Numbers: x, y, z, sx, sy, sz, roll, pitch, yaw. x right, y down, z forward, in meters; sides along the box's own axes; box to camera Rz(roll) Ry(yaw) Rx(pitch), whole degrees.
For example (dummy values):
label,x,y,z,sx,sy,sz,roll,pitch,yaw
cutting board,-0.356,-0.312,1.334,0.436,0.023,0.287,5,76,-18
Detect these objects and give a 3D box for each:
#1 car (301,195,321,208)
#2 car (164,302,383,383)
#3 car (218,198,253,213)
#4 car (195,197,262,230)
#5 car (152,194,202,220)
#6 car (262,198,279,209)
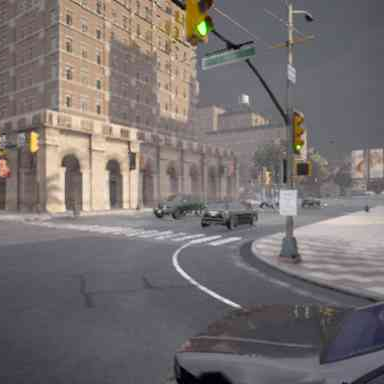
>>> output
label,x,y,z,sx,sy,sz,roll,pitch,yaw
car,17.449,1.507,48.660,1.837,1.490,4.892,0,-1,35
car,2.359,1.549,2.375,5.357,1.411,2.033,0,0,35
car,5.024,1.503,37.505,1.837,1.490,4.892,0,0,36
car,2.492,1.351,21.551,2.097,1.767,4.553,0,0,35
car,-1.008,1.216,29.032,2.150,2.045,5.566,0,0,35
car,11.098,1.549,46.031,2.033,1.411,5.357,0,0,36
